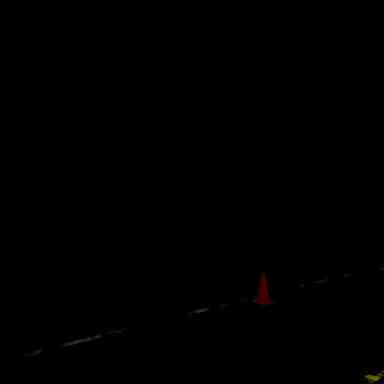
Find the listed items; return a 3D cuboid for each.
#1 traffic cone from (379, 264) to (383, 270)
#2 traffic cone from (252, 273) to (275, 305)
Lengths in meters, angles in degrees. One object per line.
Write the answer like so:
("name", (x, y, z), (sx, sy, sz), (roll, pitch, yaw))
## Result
("traffic cone", (5.663, 1.966, 9.623), (0.340, 0.580, 0.340), (0, 0, -33))
("traffic cone", (1.468, 1.958, 6.816), (0.340, 0.580, 0.340), (0, 0, -34))
